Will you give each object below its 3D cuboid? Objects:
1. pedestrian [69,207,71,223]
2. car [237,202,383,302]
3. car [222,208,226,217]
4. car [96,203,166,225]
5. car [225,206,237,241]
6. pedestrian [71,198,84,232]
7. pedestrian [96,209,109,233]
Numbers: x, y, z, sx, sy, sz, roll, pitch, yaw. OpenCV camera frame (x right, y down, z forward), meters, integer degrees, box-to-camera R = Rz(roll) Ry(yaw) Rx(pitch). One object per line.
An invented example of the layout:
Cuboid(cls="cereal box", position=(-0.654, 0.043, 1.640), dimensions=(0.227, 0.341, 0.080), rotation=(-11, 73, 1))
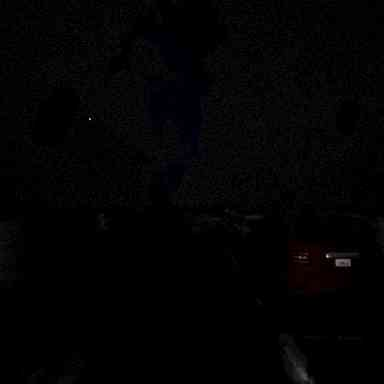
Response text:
Cuboid(cls="pedestrian", position=(-6.472, 1.191, 18.361), dimensions=(0.375, 1.860, 0.375), rotation=(0, 0, 0))
Cuboid(cls="car", position=(2.634, 1.315, 8.186), dimensions=(2.192, 1.841, 5.009), rotation=(0, 0, 0))
Cuboid(cls="car", position=(4.515, 1.492, 26.809), dimensions=(4.181, 1.385, 1.994), rotation=(-1, 0, 0))
Cuboid(cls="car", position=(-4.365, 1.515, 23.909), dimensions=(4.902, 1.511, 2.128), rotation=(-1, 0, 0))
Cuboid(cls="car", position=(2.633, 1.525, 13.902), dimensions=(1.752, 1.417, 4.829), rotation=(0, 0, 0))
Cuboid(cls="pedestrian", position=(-6.068, 1.185, 17.746), dimensions=(0.375, 1.860, 0.375), rotation=(0, 0, 0))
Cuboid(cls="pedestrian", position=(-4.566, 1.432, 17.100), dimensions=(0.375, 1.300, 0.375), rotation=(0, 0, 0))
